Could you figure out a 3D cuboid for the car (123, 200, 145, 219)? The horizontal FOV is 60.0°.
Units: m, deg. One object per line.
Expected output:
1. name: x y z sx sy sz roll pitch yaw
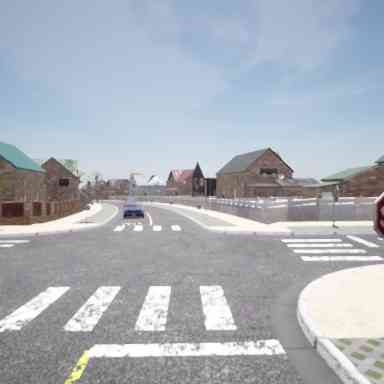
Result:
1. car: -5.200 1.667 29.993 1.895 1.301 4.718 0 0 -9
